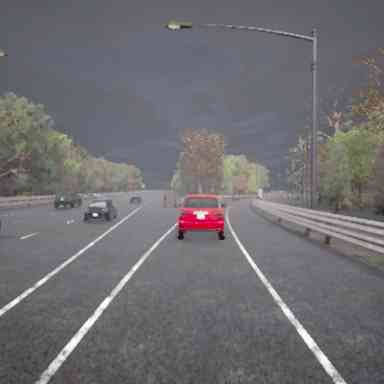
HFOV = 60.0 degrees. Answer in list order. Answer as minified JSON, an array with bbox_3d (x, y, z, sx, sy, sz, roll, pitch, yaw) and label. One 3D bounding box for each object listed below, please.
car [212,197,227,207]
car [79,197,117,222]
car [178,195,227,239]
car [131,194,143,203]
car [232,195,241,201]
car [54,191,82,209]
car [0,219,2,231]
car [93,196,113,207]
[{"bbox_3d":[4.302,1.561,51.824,1.994,1.385,4.181,0,0,9],"label":"car"},{"bbox_3d":[-6.776,1.366,24.867,1.812,1.442,4.674,0,0,-5],"label":"car"},{"bbox_3d":[0.528,1.165,17.124,2.150,2.045,5.566,1,0,3],"label":"car"},{"bbox_3d":[-9.726,1.176,58.521,1.837,1.490,4.892,0,0,-5],"label":"car"},{"bbox_3d":[11.238,1.573,84.063,1.812,1.442,4.674,0,0,16],"label":"car"},{"bbox_3d":[-15.223,0.928,41.083,2.150,2.045,5.566,0,0,-5],"label":"car"},{"bbox_3d":[-9.165,1.101,12.058,2.150,2.045,5.566,0,0,-5],"label":"car"},{"bbox_3d":[-12.114,1.311,45.656,1.895,1.301,4.718,0,0,-5],"label":"car"}]
